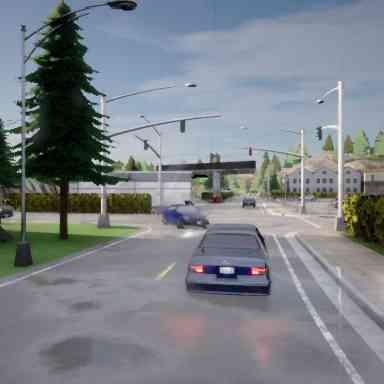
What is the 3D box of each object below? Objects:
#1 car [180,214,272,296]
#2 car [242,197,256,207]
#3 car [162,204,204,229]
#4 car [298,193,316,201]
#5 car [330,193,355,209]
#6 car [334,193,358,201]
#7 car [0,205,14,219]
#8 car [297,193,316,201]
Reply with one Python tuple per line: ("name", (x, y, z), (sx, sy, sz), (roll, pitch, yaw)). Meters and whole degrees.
("car", (1.085, 1.547, 8.845), (2.033, 1.411, 5.357), (0, 0, 10))
("car", (8.816, 1.491, 51.231), (2.128, 1.511, 4.902), (0, 0, 10))
("car", (-0.513, 1.526, 21.585), (1.812, 1.442, 4.674), (2, -1, -24))
("car", (27.340, 1.077, 79.237), (3.866, 1.878, 1.905), (0, 0, 10))
("car", (20.231, 1.330, 42.329), (5.027, 1.636, 2.152), (0, 0, 10))
("car", (34.514, 1.097, 74.628), (4.605, 1.855, 1.932), (0, 0, 10))
("car", (-17.190, 1.351, 27.485), (4.553, 1.767, 2.097), (0, 0, 11))
("car", (26.159, 1.361, 76.070), (3.806, 1.475, 1.970), (0, 0, 10))
